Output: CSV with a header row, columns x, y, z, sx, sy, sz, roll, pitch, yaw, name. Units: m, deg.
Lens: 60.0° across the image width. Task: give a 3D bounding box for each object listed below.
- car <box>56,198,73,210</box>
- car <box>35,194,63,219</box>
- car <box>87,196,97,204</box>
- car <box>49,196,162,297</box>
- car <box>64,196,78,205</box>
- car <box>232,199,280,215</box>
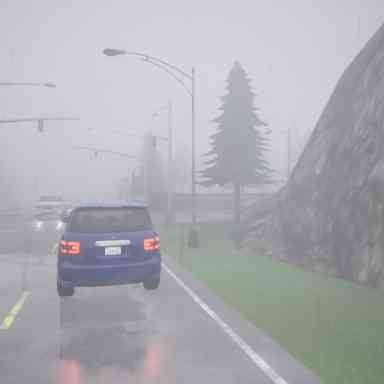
x,y,z,sx,sy,sz,roll,pitch,yaw,name
-16.934,1.525,44.222,1.812,1.442,4.674,0,0,-17,car
-12.400,1.223,29.418,2.150,2.045,5.566,0,0,-17,car
-19.446,1.526,64.551,1.812,1.442,4.674,0,0,-17,car
-2.280,1.221,8.946,2.150,2.045,5.566,0,0,-17,car
-21.971,1.492,60.696,2.128,1.511,4.902,0,0,-17,car
6.403,1.505,33.334,4.892,1.490,1.837,0,0,-18,car
